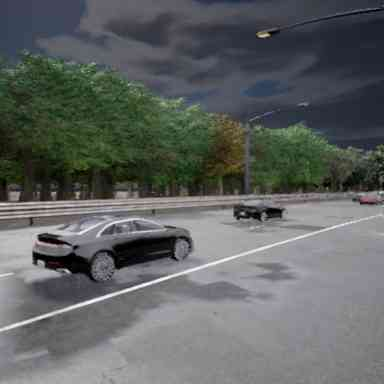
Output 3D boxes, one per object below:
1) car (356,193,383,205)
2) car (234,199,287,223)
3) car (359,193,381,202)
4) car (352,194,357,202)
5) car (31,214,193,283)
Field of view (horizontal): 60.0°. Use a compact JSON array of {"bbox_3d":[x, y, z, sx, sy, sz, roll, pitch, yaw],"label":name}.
[{"bbox_3d":[23.766,1.005,43.843,1.994,1.385,4.181,1,1,44],"label":"car"},{"bbox_3d":[4.815,1.202,22.990,1.882,1.535,5.008,1,1,40],"label":"car"},{"bbox_3d":[29.311,0.872,54.624,4.181,1.385,1.994,-1,1,-44],"label":"car"},{"bbox_3d":[26.263,0.869,51.337,1.812,1.442,4.674,1,1,43],"label":"car"},{"bbox_3d":[-1.926,1.391,9.484,2.128,1.511,4.902,1,1,39],"label":"car"}]
